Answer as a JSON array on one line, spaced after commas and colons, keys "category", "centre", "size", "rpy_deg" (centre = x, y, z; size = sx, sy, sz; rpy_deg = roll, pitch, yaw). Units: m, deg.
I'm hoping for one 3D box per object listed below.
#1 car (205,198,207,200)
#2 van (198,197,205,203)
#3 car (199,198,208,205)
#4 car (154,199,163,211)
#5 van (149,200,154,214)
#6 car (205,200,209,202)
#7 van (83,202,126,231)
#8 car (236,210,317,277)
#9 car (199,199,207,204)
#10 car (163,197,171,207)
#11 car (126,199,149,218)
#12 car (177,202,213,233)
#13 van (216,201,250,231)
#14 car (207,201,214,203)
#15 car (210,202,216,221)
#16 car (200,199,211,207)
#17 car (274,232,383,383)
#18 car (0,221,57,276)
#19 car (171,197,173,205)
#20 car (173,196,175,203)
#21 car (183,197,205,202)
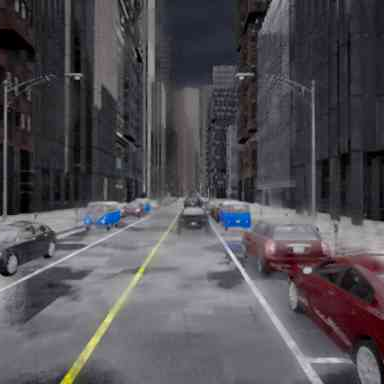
[{"category": "car", "centre": [2.743, 1.924, 44.362], "size": [1.752, 1.417, 4.829], "rpy_deg": [0, -1, 0]}, {"category": "van", "centre": [2.720, 2.243, 94.673], "size": [1.690, 1.788, 3.998], "rpy_deg": [0, -1, 0]}, {"category": "car", "centre": [2.728, 2.170, 77.845], "size": [1.967, 1.590, 4.097], "rpy_deg": [0, -1, 0]}, {"category": "car", "centre": [-5.784, 1.975, 49.620], "size": [1.752, 1.417, 4.829], "rpy_deg": [0, -1, 0]}, {"category": "van", "centre": [-5.779, 1.687, 38.573], "size": [1.690, 1.788, 3.998], "rpy_deg": [0, -1, 0]}, {"category": "car", "centre": [2.746, 1.873, 38.753], "size": [1.752, 1.417, 4.829], "rpy_deg": [0, -1, 0]}, {"category": "van", "centre": [-5.771, 1.536, 21.745], "size": [1.690, 1.788, 3.998], "rpy_deg": [0, -1, 0]}, {"category": "car", "centre": [2.759, 1.535, 10.539], "size": [1.967, 1.590, 4.097], "rpy_deg": [0, -1, 0]}, {"category": "car", "centre": [2.726, 2.368, 83.452], "size": [1.802, 1.307, 4.206], "rpy_deg": [0, -1, 0]}, {"category": "car", "centre": [-5.792, 2.184, 66.617], "size": [1.947, 1.339, 4.313], "rpy_deg": [0, -1, 0]}, {"category": "car", "centre": [-5.776, 1.735, 32.963], "size": [1.967, 1.590, 4.097], "rpy_deg": [0, -1, 0]}, {"category": "car", "centre": [0.091, 1.668, 21.224], "size": [1.882, 1.535, 5.008], "rpy_deg": [0, -1, 0]}, {"category": "van", "centre": [2.754, 1.536, 21.758], "size": [1.690, 1.788, 3.998], "rpy_deg": [0, -1, 0]}, {"category": "car", "centre": [2.749, 1.861, 32.974], "size": [1.947, 1.339, 4.313], "rpy_deg": [0, -1, 0]}, {"category": "car", "centre": [2.751, 1.790, 27.365], "size": [1.887, 1.381, 4.507], "rpy_deg": [0, -1, 0]}, {"category": "car", "centre": [2.733, 2.169, 66.626], "size": [2.008, 1.369, 4.403], "rpy_deg": [0, -1, 0]}, {"category": "car", "centre": [2.761, 1.590, 4.929], "size": [1.887, 1.381, 4.507], "rpy_deg": [0, -1, 0]}, {"category": "car", "centre": [-5.766, 1.645, 10.525], "size": [2.008, 1.369, 4.403], "rpy_deg": [0, -1, 0]}, {"category": "car", "centre": [-5.794, 2.114, 72.227], "size": [1.967, 1.590, 4.097], "rpy_deg": [0, -1, 0]}, {"category": "car", "centre": [-5.797, 2.045, 77.838], "size": [2.192, 1.841, 5.009], "rpy_deg": [0, -1, 0]}, {"category": "car", "centre": [0.083, 1.587, 40.744], "size": [2.150, 2.045, 5.566], "rpy_deg": [0, -1, 0]}]
